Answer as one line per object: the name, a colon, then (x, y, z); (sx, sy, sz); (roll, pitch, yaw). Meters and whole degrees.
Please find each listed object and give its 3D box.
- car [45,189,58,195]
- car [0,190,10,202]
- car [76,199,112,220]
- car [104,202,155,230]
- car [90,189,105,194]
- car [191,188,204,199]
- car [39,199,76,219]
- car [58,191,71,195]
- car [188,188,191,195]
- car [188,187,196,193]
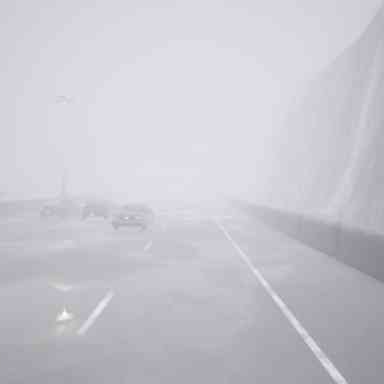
car: (-31.502, 0.052, 75.224); (1.994, 1.385, 4.181); (0, 2, 0)
car: (-21.094, 0.838, 34.427); (2.150, 2.045, 5.566); (0, 1, 0)
car: (-6.901, 1.265, 25.299); (1.837, 1.490, 4.892); (0, 1, 0)
car: (-3.401, 1.379, 19.858); (2.033, 1.411, 5.357); (0, 1, 0)
car: (-21.002, 0.025, 75.223); (2.128, 1.511, 4.902); (0, 2, 0)
car: (1.223, 0.423, 63.886); (1.882, 1.535, 5.008); (0, 2, 0)
car: (-10.400, 1.271, 26.308); (1.812, 1.442, 4.674); (0, 1, 0)
car: (-28.002, 0.003, 76.055); (2.033, 1.411, 5.357); (0, 2, 0)
car: (-0.002, -0.027, 80.741); (1.994, 1.385, 4.181); (0, 2, 0)
car: (-0.002, -0.582, 95.524); (2.033, 1.411, 5.357); (0, 2, 0)
